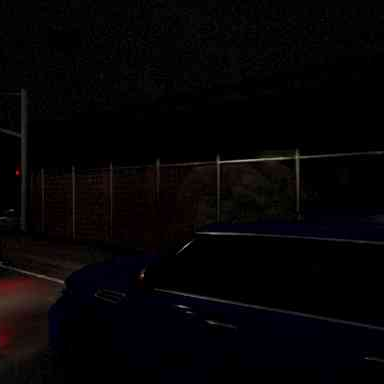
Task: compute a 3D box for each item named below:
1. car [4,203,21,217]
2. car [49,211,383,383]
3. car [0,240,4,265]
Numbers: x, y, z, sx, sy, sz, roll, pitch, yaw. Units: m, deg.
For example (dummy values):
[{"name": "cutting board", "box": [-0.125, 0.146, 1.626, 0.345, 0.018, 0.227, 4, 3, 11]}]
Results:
[{"name": "car", "box": [-15.580, 1.560, 32.285, 1.837, 1.490, 4.892, 0, 0, 35]}, {"name": "car", "box": [0.904, 1.221, 3.346, 5.566, 2.045, 2.150, 0, 0, 35]}, {"name": "car", "box": [-7.110, 1.492, 9.063, 4.902, 1.511, 2.128, 0, 0, 33]}]
